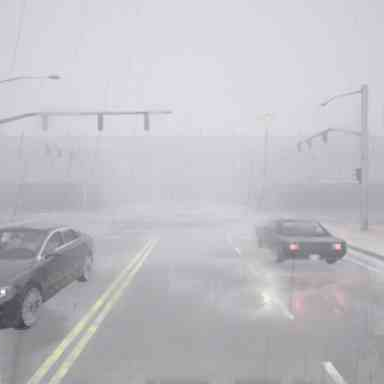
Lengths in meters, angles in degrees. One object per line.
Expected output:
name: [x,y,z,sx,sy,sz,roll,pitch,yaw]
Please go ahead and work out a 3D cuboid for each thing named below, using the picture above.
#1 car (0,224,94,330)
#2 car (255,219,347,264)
car: [-3.525,1.482,6.995,2.128,1.511,4.902,0,0,1]
car: [3.506,1.585,11.745,1.895,1.301,4.718,0,0,0]
